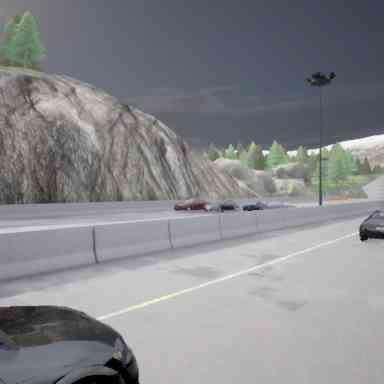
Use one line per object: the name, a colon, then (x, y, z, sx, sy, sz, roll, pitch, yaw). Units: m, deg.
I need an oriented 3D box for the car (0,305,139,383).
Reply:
car: (-2.452, 1.564, 2.443, 1.994, 1.385, 4.181, 0, 0, 44)

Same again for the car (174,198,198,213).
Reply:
car: (0.066, 1.474, 37.497, 1.882, 1.535, 5.008, 0, 0, 41)

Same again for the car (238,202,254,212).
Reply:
car: (7.173, 1.596, 35.040, 1.895, 1.301, 4.718, 0, 0, 41)

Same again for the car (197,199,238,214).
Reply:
car: (3.222, 1.487, 35.802, 2.128, 1.511, 4.902, 0, 0, 41)

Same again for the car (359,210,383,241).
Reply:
car: (9.499, 1.561, 15.924, 1.994, 1.385, 4.181, 0, 0, 41)

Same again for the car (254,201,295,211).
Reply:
car: (7.899, 1.521, 30.483, 1.812, 1.442, 4.674, 0, 0, 40)
